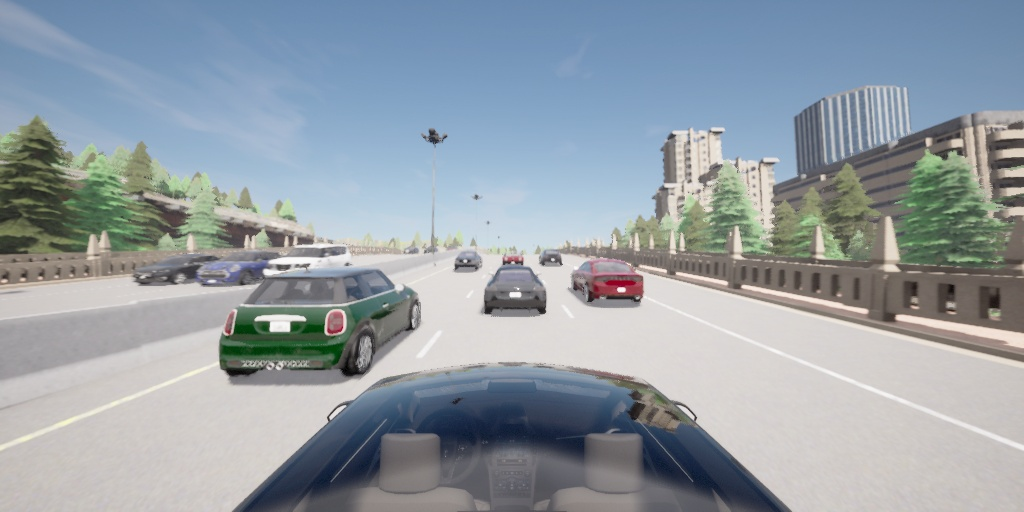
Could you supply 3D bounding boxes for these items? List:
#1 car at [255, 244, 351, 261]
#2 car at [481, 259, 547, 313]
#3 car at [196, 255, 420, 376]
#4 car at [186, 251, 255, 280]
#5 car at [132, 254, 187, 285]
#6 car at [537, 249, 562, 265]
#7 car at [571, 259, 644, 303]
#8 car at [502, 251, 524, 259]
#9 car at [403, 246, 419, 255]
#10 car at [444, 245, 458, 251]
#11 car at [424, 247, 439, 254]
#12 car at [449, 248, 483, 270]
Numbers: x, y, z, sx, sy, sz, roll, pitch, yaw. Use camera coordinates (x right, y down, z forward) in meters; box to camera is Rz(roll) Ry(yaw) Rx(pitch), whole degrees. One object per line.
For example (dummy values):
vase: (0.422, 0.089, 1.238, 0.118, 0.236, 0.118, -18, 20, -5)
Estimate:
car: (-10.600, 0.380, 19.269, 2.150, 2.045, 5.566, 0, 3, 0)
car: (0.099, 1.015, 12.466, 1.994, 1.385, 4.181, 0, 2, 0)
car: (-3.400, 0.992, 7.384, 2.097, 1.767, 4.553, 0, 2, 0)
car: (-14.100, 0.520, 19.083, 2.097, 1.767, 4.553, 0, 2, 0)
car: (-17.600, 0.654, 19.495, 1.837, 1.490, 4.892, 0, 3, 0)
car: (3.598, 0.071, 33.757, 1.812, 1.442, 4.674, 0, 2, 0)
car: (3.599, 0.852, 14.259, 1.882, 1.535, 5.008, 0, 3, 0)
car: (0.098, 0.206, 32.329, 1.895, 1.301, 4.718, 0, 2, 0)
car: (-17.525, -0.944, 62.493, 2.128, 1.511, 4.902, 0, 0, 1)
car: (-10.524, -1.084, 63.238, 2.097, 1.767, 4.553, 0, 0, 0)
car: (-14.028, -0.933, 62.506, 1.837, 1.490, 4.892, 0, 0, 1)
car: (-3.402, 0.316, 28.477, 2.033, 1.411, 5.357, 0, 2, 0)
